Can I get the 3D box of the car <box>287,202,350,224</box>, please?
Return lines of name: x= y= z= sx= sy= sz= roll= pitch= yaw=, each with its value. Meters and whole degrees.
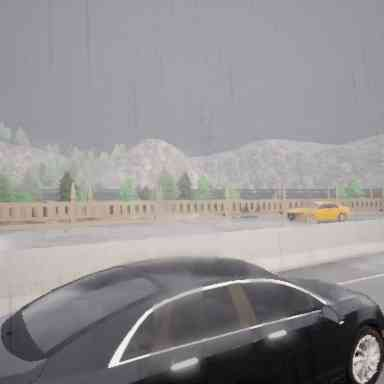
car: x=9.337 y=1.478 z=24.585 sx=5.008 sy=1.535 sz=1.882 roll=0 pitch=0 yaw=-22

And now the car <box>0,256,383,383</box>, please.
car: x=0.247 y=1.505 z=3.696 sx=4.892 sy=1.490 sz=1.837 roll=0 pitch=0 yaw=-34
